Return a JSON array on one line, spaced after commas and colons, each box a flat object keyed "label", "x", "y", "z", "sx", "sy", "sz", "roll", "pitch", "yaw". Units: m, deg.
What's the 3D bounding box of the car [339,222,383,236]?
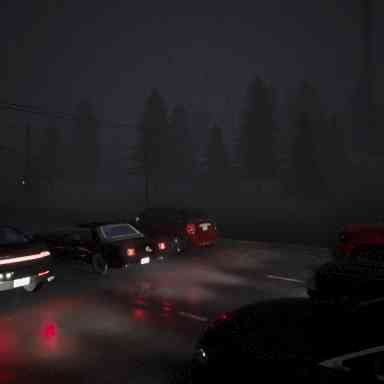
[{"label": "car", "x": 6.422, "y": 1.221, "z": 8.013, "sx": 5.566, "sy": 2.045, "sz": 2.150, "roll": 0, "pitch": 0, "yaw": 35}]

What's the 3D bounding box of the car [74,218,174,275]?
[{"label": "car", "x": -3.067, "y": 1.601, "z": 10.469, "sx": 4.718, "sy": 1.301, "sz": 1.895, "roll": 0, "pitch": 0, "yaw": 37}]

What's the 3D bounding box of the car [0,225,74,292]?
[{"label": "car", "x": -5.196, "y": 1.492, "z": 7.692, "sx": 4.902, "sy": 1.511, "sz": 2.128, "roll": 0, "pitch": 0, "yaw": 35}]

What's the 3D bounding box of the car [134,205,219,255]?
[{"label": "car", "x": -1.246, "y": 1.352, "z": 13.474, "sx": 4.553, "sy": 1.767, "sz": 2.097, "roll": 0, "pitch": 0, "yaw": 36}]

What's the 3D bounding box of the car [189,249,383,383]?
[{"label": "car", "x": 2.208, "y": 1.492, "z": 2.401, "sx": 4.902, "sy": 1.511, "sz": 2.128, "roll": 0, "pitch": 0, "yaw": 36}]

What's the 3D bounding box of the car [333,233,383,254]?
[{"label": "car", "x": 4.362, "y": 1.601, "z": 5.184, "sx": 4.718, "sy": 1.301, "sz": 1.895, "roll": 0, "pitch": 0, "yaw": 35}]
